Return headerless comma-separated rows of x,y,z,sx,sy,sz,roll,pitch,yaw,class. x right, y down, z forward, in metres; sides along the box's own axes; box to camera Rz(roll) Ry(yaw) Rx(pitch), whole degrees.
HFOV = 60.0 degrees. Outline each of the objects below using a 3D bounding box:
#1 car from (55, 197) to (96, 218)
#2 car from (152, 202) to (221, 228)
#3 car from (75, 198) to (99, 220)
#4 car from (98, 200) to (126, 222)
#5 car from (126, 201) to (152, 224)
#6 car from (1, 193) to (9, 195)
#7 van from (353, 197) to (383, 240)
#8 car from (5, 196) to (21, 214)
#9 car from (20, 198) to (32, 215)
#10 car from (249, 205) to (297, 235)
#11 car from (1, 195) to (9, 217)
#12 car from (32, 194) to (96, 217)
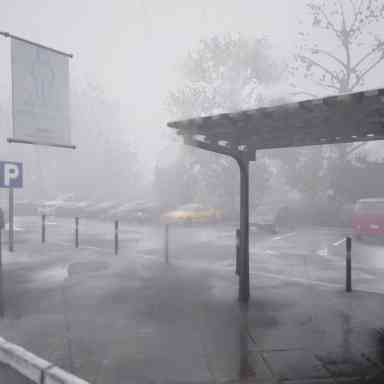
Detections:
-8.914,1.466,29.099,2.097,1.535,5.008,0,0,36,car
0.008,1.475,22.489,1.946,1.575,5.366,0,0,36,car
-6.655,1.469,27.485,2.097,1.535,5.008,0,0,36,car
-4.396,1.473,25.872,2.231,1.521,4.892,0,0,36,car
-2.125,1.505,24.278,2.163,1.488,4.792,0,0,36,car
-24.745,1.153,40.370,2.435,2.045,5.566,0,0,36,car
9.218,1.264,16.281,1.878,1.987,4.442,0,0,36,van
-15.696,1.455,33.932,2.097,1.535,5.008,0,0,36,car
-13.436,1.462,32.317,2.231,1.521,4.892,0,0,36,car
4.617,1.514,19.389,2.163,1.488,4.792,0,0,36,car
-17.845,1.444,35.701,1.946,1.575,5.366,0,0,36,car
-11.192,1.212,30.685,2.435,2.045,5.566,0,0,36,car
